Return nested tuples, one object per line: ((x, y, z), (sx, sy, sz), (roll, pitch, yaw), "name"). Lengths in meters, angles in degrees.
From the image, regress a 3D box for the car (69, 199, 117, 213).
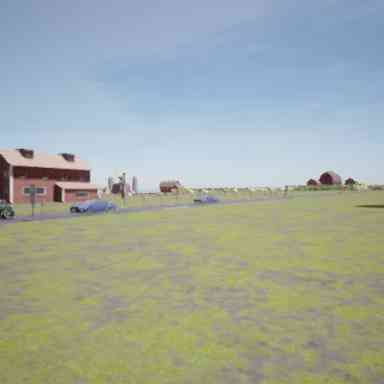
((-10.761, 1.511, 36.757), (2.033, 1.411, 5.357), (0, 1, 36), "car")

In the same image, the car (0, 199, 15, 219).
((-17.392, 1.482, 27.628), (2.097, 1.767, 4.553), (0, 1, 36), "car")

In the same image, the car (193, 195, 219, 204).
((2.375, 1.173, 54.712), (2.033, 1.411, 5.357), (0, 1, 36), "car")
